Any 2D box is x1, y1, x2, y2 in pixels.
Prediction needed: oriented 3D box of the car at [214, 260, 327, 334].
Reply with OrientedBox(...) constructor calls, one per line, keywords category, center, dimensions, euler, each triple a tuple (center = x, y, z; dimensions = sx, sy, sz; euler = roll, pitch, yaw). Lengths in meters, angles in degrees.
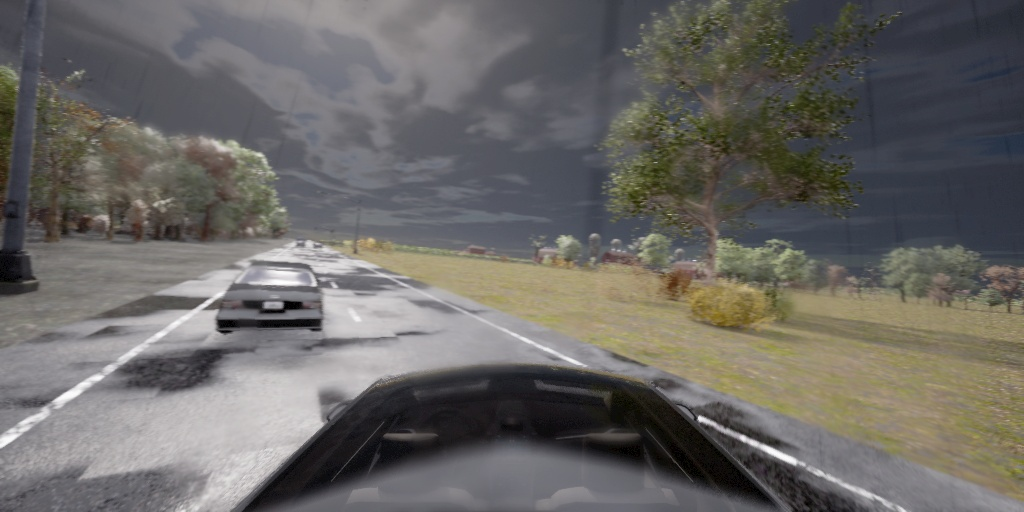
OrientedBox(category="car", center=(-5.552, 0.826, 8.620), dimensions=(2.033, 1.411, 5.357), euler=(5, 0, -30))
